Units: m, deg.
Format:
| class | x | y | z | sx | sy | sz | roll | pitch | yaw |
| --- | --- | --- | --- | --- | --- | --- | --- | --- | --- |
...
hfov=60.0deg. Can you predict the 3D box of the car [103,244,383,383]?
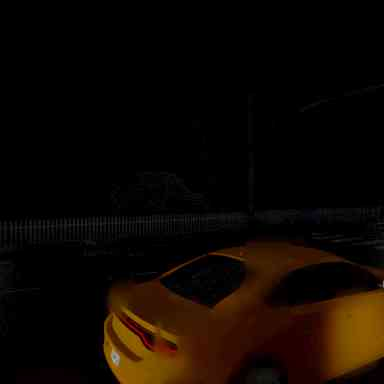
| class | x | y | z | sx | sy | sz | roll | pitch | yaw |
| --- | --- | --- | --- | --- | --- | --- | --- | --- | --- |
| car | 1.377 | 1.478 | 4.560 | 5.008 | 1.535 | 1.882 | 0 | 0 | -30 |
